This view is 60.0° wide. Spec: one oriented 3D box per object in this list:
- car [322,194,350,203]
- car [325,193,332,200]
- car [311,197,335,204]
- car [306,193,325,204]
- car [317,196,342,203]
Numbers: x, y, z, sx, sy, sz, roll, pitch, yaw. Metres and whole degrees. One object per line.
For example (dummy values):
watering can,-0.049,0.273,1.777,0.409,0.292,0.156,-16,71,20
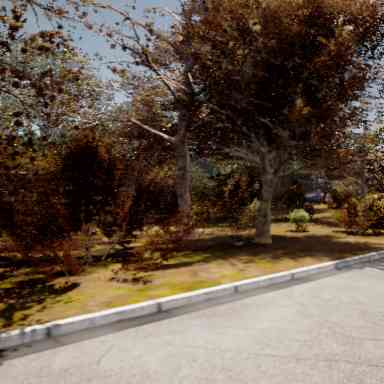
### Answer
car,34.389,1.500,79.490,2.435,2.045,5.566,0,0,-36
car,27.591,1.560,74.632,2.435,2.045,5.566,-1,0,-36
car,29.974,1.829,76.302,2.002,1.452,4.674,-1,0,-36
car,25.426,1.583,73.083,2.435,2.045,5.566,-1,0,-36
car,32.137,1.770,77.852,2.097,1.535,5.008,0,0,-36
